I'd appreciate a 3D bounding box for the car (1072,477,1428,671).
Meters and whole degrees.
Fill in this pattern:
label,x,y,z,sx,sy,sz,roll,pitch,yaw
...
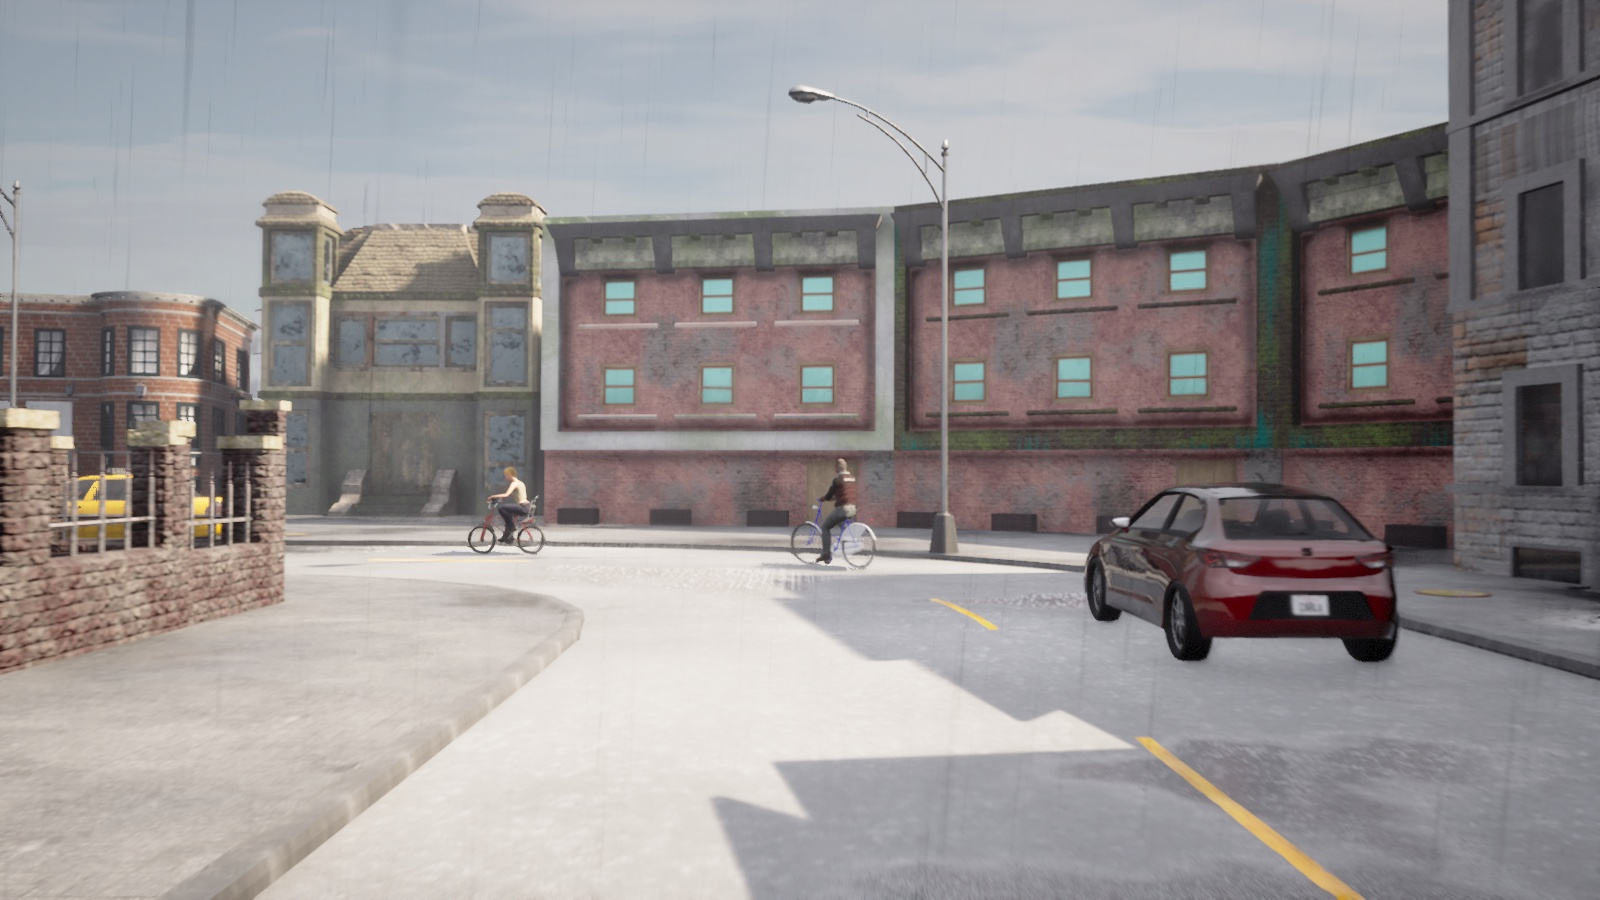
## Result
label,x,y,z,sx,sy,sz,roll,pitch,yaw
car,3.956,1.012,11.859,1.816,1.474,4.193,0,-1,0

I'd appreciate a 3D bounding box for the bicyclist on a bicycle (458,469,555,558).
label,x,y,z,sx,sy,sz,roll,pitch,yaw
bicyclist on a bicycle,-5.406,1.163,23.181,1.509,1.612,0.866,-1,-1,10

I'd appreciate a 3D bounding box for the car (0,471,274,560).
label,x,y,z,sx,sy,sz,roll,pitch,yaw
car,-12.965,1.200,23.629,5.366,1.575,1.801,0,-1,0

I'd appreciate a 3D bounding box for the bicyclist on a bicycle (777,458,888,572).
label,x,y,z,sx,sy,sz,roll,pitch,yaw
bicyclist on a bicycle,0.516,1.027,20.407,0.659,1.776,1.843,0,-1,-45
